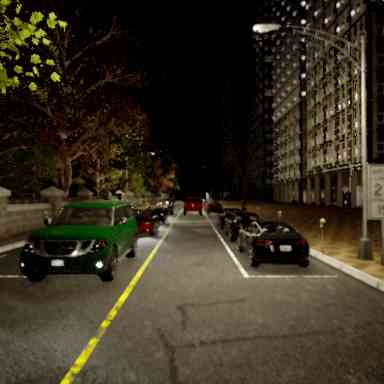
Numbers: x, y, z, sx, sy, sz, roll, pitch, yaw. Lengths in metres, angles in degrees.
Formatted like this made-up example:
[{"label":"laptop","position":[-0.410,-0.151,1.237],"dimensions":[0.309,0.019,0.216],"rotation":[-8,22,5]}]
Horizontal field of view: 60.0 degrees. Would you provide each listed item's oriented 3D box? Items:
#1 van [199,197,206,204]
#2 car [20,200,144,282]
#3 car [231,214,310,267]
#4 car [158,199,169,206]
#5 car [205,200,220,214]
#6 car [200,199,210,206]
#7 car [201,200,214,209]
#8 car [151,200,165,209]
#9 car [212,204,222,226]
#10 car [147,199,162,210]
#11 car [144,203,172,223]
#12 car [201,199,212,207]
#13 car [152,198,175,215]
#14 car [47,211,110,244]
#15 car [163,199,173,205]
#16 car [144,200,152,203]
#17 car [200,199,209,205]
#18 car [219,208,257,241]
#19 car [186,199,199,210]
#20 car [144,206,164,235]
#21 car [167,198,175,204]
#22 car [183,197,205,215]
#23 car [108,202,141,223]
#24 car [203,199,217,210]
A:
[{"label":"van","position":[2.674,2.132,84.842],"dimensions":[1.690,1.788,3.998],"rotation":[0,-1,0]},{"label":"car","position":[-3.093,1.312,10.446],"dimensions":[2.150,2.045,5.566],"rotation":[0,0,0]},{"label":"car","position":[2.688,1.667,11.621],"dimensions":[1.947,1.339,4.313],"rotation":[0,0,0]},{"label":"car","position":[-5.703,2.165,67.941],"dimensions":[1.887,1.381,4.507],"rotation":[0,-1,0]},{"label":"car","position":[2.683,1.897,39.784],"dimensions":[1.887,1.381,4.507],"rotation":[0,-1,0]},{"label":"car","position":[2.677,2.203,67.943],"dimensions":[1.802,1.307,4.206],"rotation":[0,-1,0]},{"label":"car","position":[2.679,2.063,56.678],"dimensions":[2.008,1.369,4.403],"rotation":[0,-1,0]},{"label":"car","position":[-5.701,2.057,56.677],"dimensions":[1.887,1.381,4.507],"rotation":[0,-1,0]},{"label":"car","position":[2.686,1.765,22.886],"dimensions":[1.947,1.339,4.313],"rotation":[0,-1,0]},{"label":"car","position":[-5.699,1.898,51.046],"dimensions":[1.967,1.590,4.097],"rotation":[0,-1,0]},{"label":"car","position":[-3.032,1.845,27.980],"dimensions":[1.895,1.301,4.718],"rotation":[0,-1,1]},{"label":"car","position":[2.678,2.117,62.310],"dimensions":[2.008,1.369,4.403],"rotation":[0,-1,0]},{"label":"car","position":[-3.009,1.829,38.205],"dimensions":[2.128,1.511,4.902],"rotation":[0,-1,0]},{"label":"car","position":[-5.693,1.731,17.252],"dimensions":[1.802,1.307,4.206],"rotation":[0,0,0]},{"label":"car","position":[-5.706,2.277,79.205],"dimensions":[1.887,1.381,4.507],"rotation":[0,-1,0]},{"label":"car","position":[-5.697,1.876,39.612],"dimensions":[1.752,1.417,4.829],"rotation":[0,-1,0]},{"label":"car","position":[2.676,2.258,73.574],"dimensions":[1.802,1.307,4.206],"rotation":[0,-1,0]},{"label":"car","position":[2.687,1.715,17.254],"dimensions":[1.947,1.339,4.313],"rotation":[0,-1,0]},{"label":"car","position":[0.082,1.960,53.586],"dimensions":[1.882,1.535,5.008],"rotation":[0,0,0]},{"label":"car","position":[-3.059,1.736,19.819],"dimensions":[1.994,1.385,4.181],"rotation":[0,-1,1]},{"label":"car","position":[-5.708,2.373,90.299],"dimensions":[1.752,1.417,4.829],"rotation":[0,-1,0]},{"label":"car","position":[0.089,1.568,38.999],"dimensions":[2.150,2.045,5.566],"rotation":[0,0,0]},{"label":"car","position":[-5.695,1.689,28.518],"dimensions":[1.967,1.590,4.097],"rotation":[0,-1,0]},{"label":"car","position":[2.681,1.899,51.047],"dimensions":[1.967,1.590,4.097],"rotation":[0,-1,0]}]
